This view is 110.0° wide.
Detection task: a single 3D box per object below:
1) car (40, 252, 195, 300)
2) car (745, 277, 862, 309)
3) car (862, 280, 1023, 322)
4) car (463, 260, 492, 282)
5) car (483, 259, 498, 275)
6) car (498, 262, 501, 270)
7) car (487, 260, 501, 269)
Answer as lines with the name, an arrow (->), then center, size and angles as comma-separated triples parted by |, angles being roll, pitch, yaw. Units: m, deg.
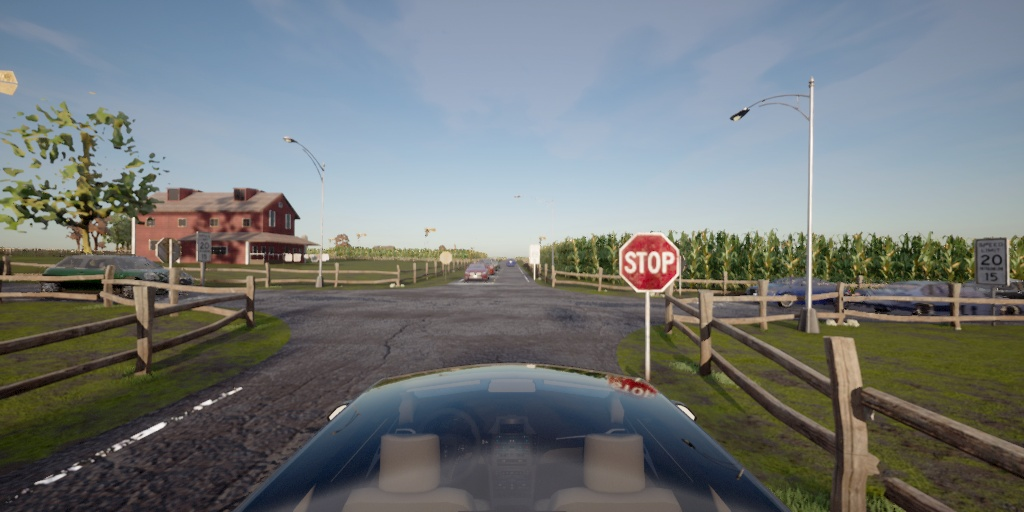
car -> -15.561, 0.763, 14.375 | 4.553, 1.767, 2.097 | 1, -1, -1
car -> 13.568, 1.694, 17.113 | 4.181, 1.385, 1.994 | 1, -1, -2
car -> 16.950, 1.722, 14.312 | 5.357, 1.411, 2.033 | 1, -1, 3
car -> -2.881, 1.317, 30.022 | 1.812, 1.442, 4.674 | 0, 0, -1
car -> -2.928, 1.160, 39.061 | 2.097, 1.767, 4.553 | 0, 0, 0
car -> -2.935, 1.180, 48.751 | 2.097, 1.767, 4.553 | 0, 0, 0
car -> -2.891, 1.414, 58.605 | 1.994, 1.385, 4.181 | 0, 0, 0
